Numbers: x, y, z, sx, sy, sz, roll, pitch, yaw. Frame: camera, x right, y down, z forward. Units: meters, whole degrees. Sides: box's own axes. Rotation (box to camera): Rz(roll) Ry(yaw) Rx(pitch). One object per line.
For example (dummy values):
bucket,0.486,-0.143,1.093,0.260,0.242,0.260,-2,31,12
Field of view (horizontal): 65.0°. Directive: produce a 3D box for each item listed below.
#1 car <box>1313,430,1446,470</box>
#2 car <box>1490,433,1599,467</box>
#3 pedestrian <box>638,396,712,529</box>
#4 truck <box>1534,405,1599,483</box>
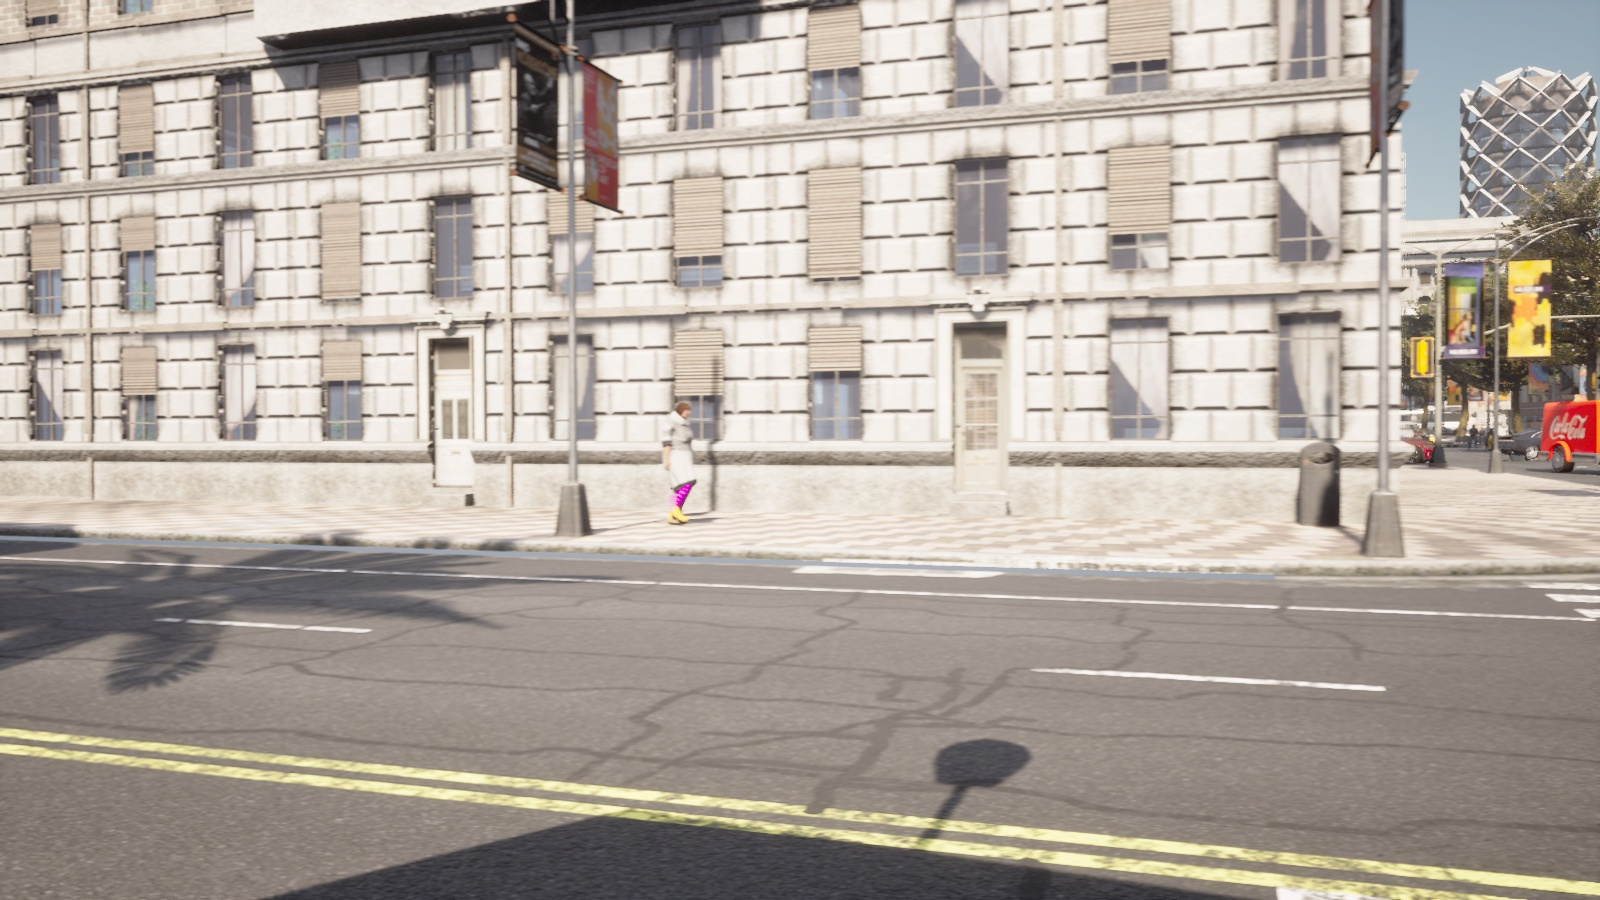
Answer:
car,25.053,-0.020,54.355,4.856,1.649,2.033,1,1,39
car,34.619,-0.007,57.451,4.902,1.511,2.128,0,1,6
pedestrian,-1.871,0.175,18.809,0.873,1.952,0.659,1,1,25
truck,26.801,-0.221,41.280,2.627,2.467,5.204,0,1,5
